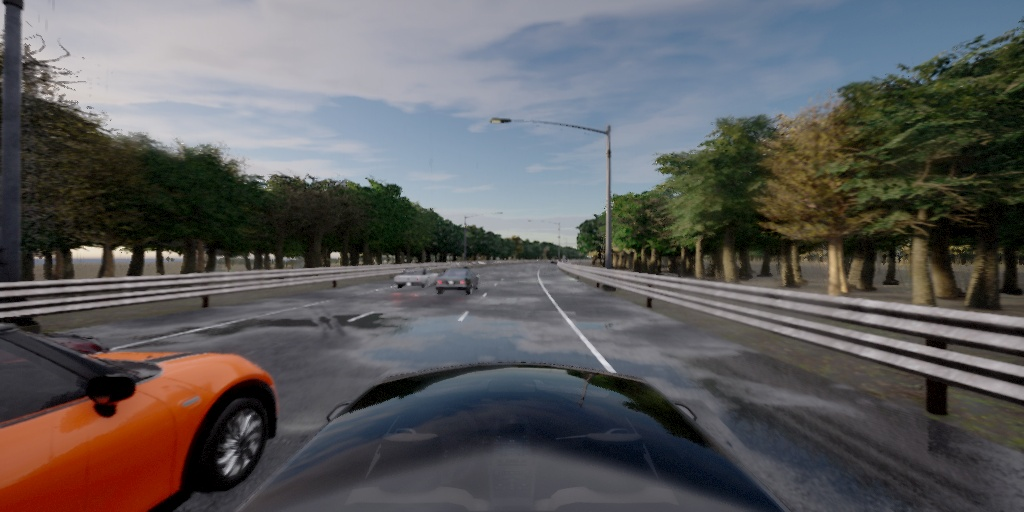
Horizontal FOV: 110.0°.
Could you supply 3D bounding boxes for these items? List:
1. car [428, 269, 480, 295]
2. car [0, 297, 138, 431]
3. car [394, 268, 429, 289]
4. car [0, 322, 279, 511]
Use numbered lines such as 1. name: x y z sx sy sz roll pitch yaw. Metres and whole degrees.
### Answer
1. car: -3.091 1.441 21.113 2.033 1.411 5.357 0 0 2
2. car: -6.882 1.317 3.543 1.994 1.385 4.181 0 0 0
3. car: -6.462 1.513 24.908 1.895 1.301 4.718 0 0 2
4. car: -3.384 1.096 1.730 2.097 1.767 4.553 0 0 0
